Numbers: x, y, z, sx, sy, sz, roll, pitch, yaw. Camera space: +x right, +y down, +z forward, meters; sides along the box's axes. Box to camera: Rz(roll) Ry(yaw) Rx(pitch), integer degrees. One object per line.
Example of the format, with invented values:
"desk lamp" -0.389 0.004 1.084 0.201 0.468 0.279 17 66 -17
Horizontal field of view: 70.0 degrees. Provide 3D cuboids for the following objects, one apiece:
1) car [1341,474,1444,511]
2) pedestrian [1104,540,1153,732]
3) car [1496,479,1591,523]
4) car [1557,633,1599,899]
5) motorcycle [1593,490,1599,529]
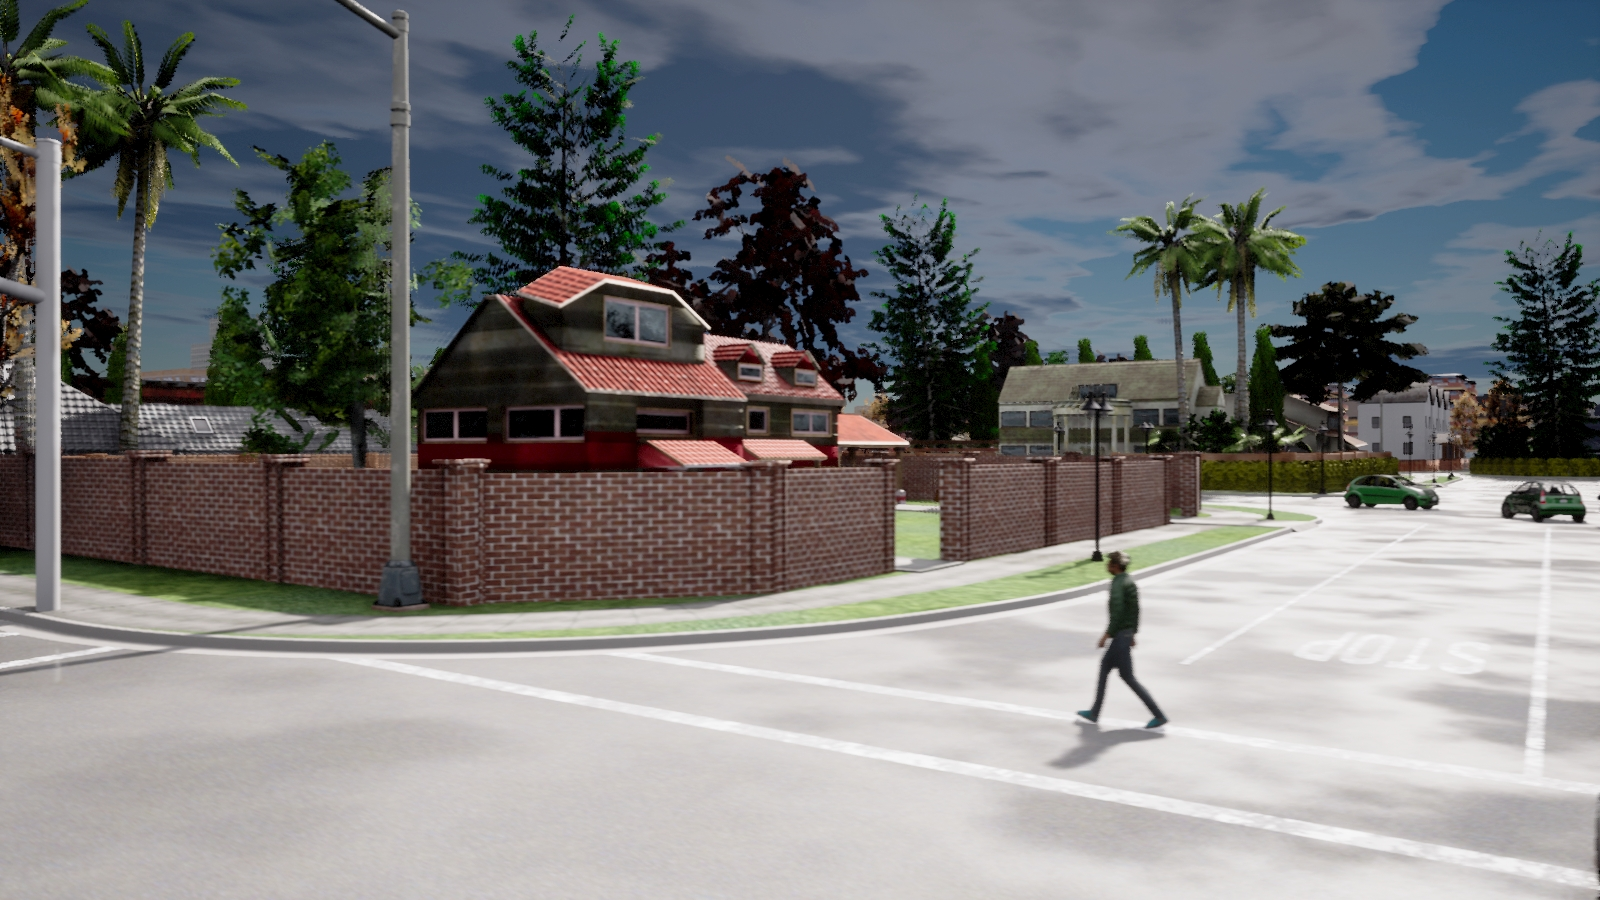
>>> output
"car" 28.217 1.996 54.504 1.851 1.617 3.988 0 0 -35
"pedestrian" 3.332 1.866 11.594 0.375 1.860 0.375 0 0 34
"car" 30.361 2.049 46.788 1.851 1.617 3.988 0 0 10
"car" 6.676 2.041 7.693 2.007 1.525 4.514 0 0 42
"motorcycle" 29.581 2.172 41.813 0.856 1.341 1.805 0 0 33
